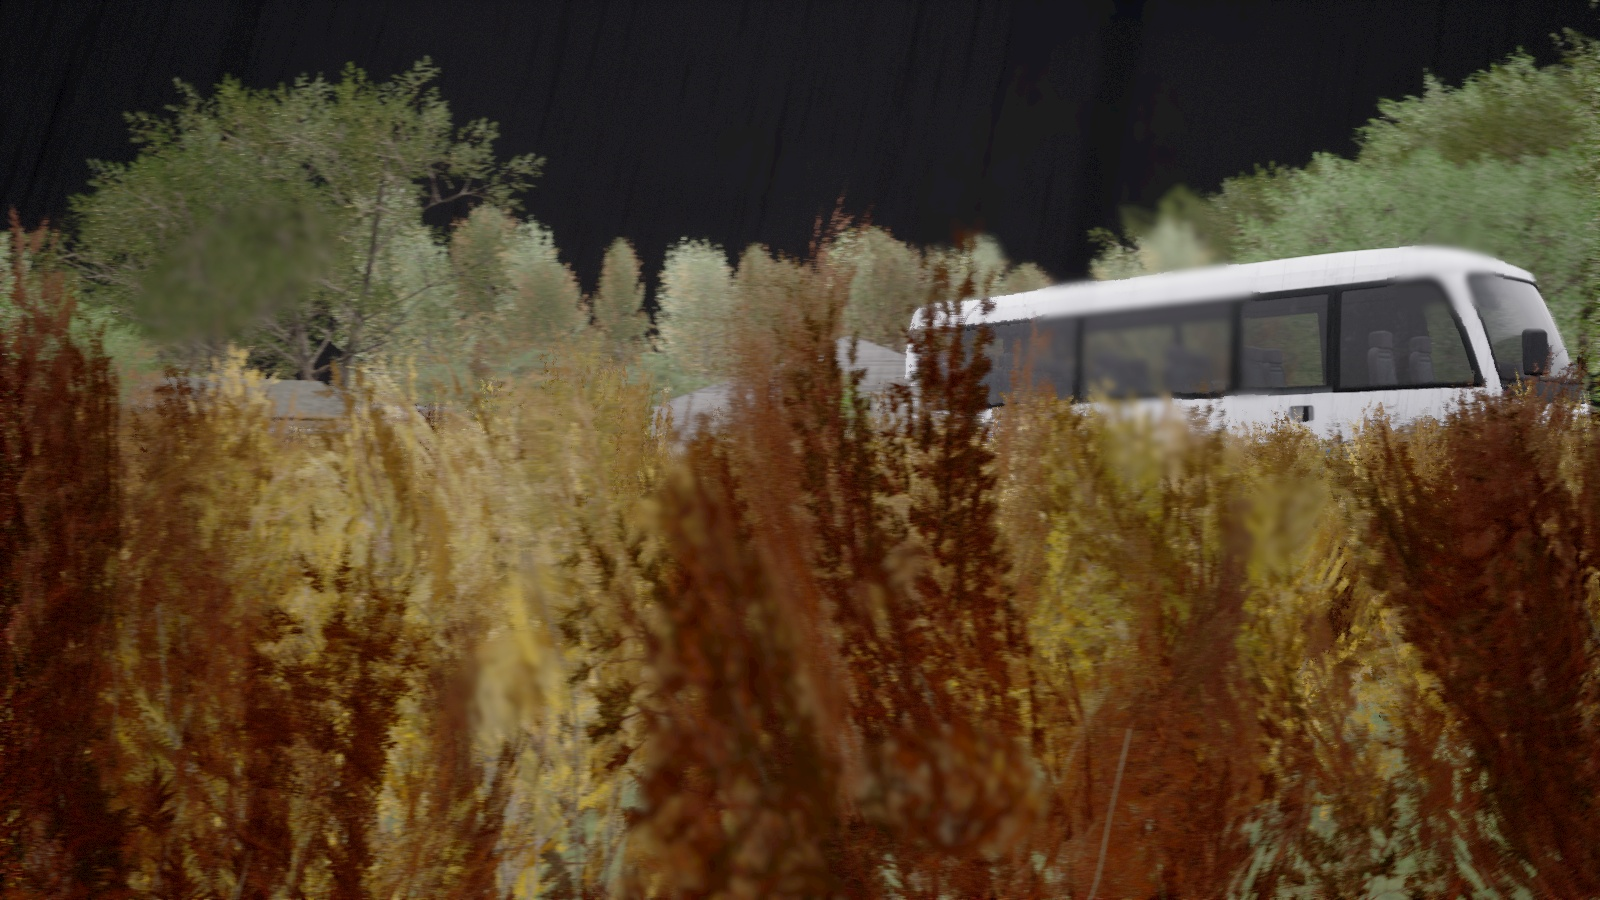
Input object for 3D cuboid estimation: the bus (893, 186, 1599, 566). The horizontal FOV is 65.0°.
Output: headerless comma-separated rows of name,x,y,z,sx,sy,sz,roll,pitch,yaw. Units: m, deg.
bus,6.669,-0.760,19.140,3.944,4.253,10.273,-3,1,-44
